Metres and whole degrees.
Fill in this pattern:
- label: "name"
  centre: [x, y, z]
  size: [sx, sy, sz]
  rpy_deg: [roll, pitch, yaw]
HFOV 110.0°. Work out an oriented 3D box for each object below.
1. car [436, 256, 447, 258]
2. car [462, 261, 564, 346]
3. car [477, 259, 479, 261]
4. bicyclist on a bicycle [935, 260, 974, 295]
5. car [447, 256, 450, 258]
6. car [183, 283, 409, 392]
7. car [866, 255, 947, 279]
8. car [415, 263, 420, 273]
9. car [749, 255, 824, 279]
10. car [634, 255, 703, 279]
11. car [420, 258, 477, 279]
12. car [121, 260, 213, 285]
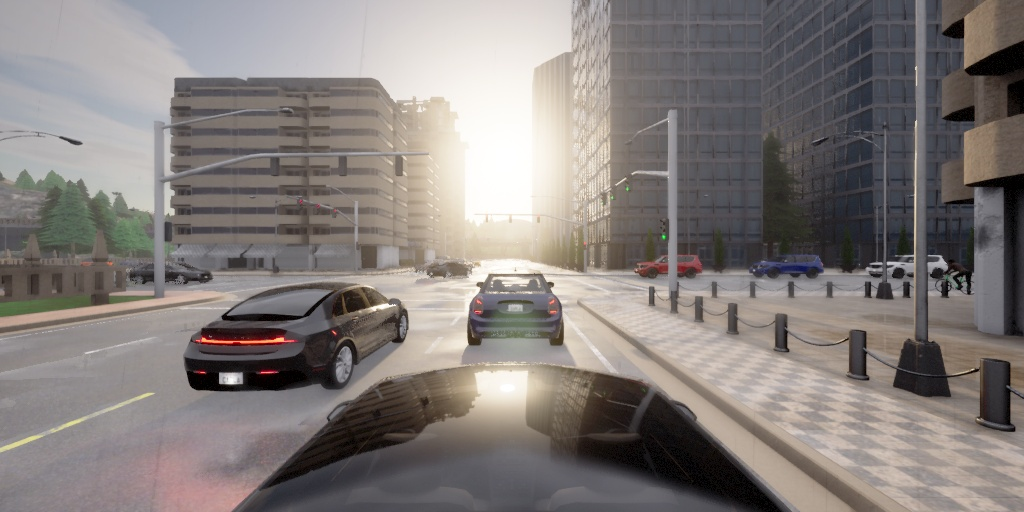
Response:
- label: "car"
  centre: [-10.535, 0.971, 54.308]
  size: [2.150, 2.045, 5.566]
  rpy_deg: [0, 0, 0]
- label: "car"
  centre: [0.090, 1.102, 9.591]
  size: [2.097, 1.767, 4.553]
  rpy_deg: [0, 0, 0]
- label: "car"
  centre: [-7.021, 1.297, 57.656]
  size: [2.033, 1.411, 5.357]
  rpy_deg: [0, 0, 0]
- label: "bicyclist on a bicycle"
  centre: [21.018, 0.996, 16.992]
  size: [0.582, 1.620, 1.656]
  rpy_deg: [0, 0, 0]
- label: "car"
  centre: [-7.045, 1.102, 48.185]
  size: [2.097, 1.767, 4.553]
  rpy_deg: [0, 0, 0]
- label: "car"
  centre: [-3.427, 1.255, 6.819]
  size: [1.837, 1.490, 4.892]
  rpy_deg: [0, 0, 0]
- label: "car"
  centre: [34.496, 0.918, 31.386]
  size: [5.566, 2.045, 2.150]
  rpy_deg: [0, 0, 0]
- label: "car"
  centre: [-10.590, 1.276, 44.602]
  size: [1.812, 1.442, 4.674]
  rpy_deg: [0, 0, 1]
- label: "car"
  centre: [24.026, 0.916, 31.455]
  size: [5.566, 2.045, 2.150]
  rpy_deg: [0, 0, 1]
- label: "car"
  centre: [13.706, 0.917, 31.524]
  size: [5.566, 2.045, 2.150]
  rpy_deg: [0, 0, 0]
- label: "car"
  centre: [-5.559, 1.213, 32.144]
  size: [1.837, 1.490, 4.892]
  rpy_deg: [2, 1, 30]
- label: "car"
  centre: [-23.446, 1.199, 24.758]
  size: [4.892, 1.490, 1.837]
  rpy_deg: [0, 0, 2]
